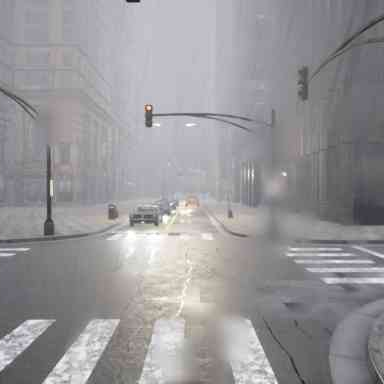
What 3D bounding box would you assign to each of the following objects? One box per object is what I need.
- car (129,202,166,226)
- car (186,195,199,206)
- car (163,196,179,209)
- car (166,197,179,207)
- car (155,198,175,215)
[{"bbox_3d":[-3.108,1.601,23.227,1.895,1.301,4.718,0,0,0],"label":"car"},{"bbox_3d":[0.080,1.358,53.604,2.097,1.767,4.553,0,0,0],"label":"car"},{"bbox_3d":[-3.111,1.355,43.171,2.097,1.767,4.553,0,0,0],"label":"car"},{"bbox_3d":[-3.071,1.532,53.213,1.812,1.442,4.674,0,0,0],"label":"car"},{"bbox_3d":[-3.105,1.565,33.170,1.994,1.385,4.181,0,0,0],"label":"car"}]
